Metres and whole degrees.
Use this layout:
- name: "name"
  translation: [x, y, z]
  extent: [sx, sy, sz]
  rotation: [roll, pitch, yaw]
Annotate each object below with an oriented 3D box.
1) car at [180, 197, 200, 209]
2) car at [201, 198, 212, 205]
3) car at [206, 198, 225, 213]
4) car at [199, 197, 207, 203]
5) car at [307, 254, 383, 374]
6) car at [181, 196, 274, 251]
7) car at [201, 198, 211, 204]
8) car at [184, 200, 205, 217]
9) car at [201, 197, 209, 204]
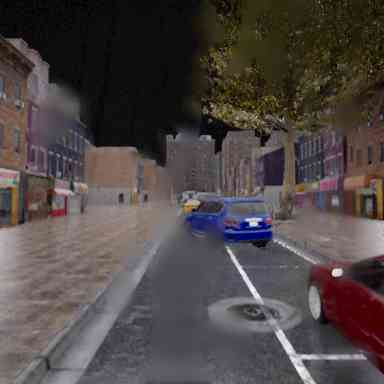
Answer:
- name: "car"
  translation: [-0.401, 1.632, 50.119]
  extent: [2.128, 1.511, 4.902]
  rotation: [0, 1, -10]
- name: "car"
  translation: [2.950, 1.897, 67.672]
  extent: [1.947, 1.339, 4.313]
  rotation: [1, -1, 0]
- name: "car"
  translation: [2.840, 1.586, 40.927]
  extent: [1.967, 1.590, 4.097]
  rotation: [2, 0, 0]
- name: "car"
  translation: [3.042, 2.132, 89.420]
  extent: [1.947, 1.339, 4.313]
  rotation: [1, -1, 0]
- name: "car"
  translation: [3.032, 1.486, 4.145]
  extent: [1.882, 1.535, 5.008]
  rotation: [0, 0, 0]
- name: "car"
  translation: [1.373, 1.257, 14.616]
  extent: [2.150, 2.045, 5.566]
  rotation: [-1, 0, -19]
- name: "car"
  translation: [2.972, 1.949, 73.109]
  extent: [1.947, 1.339, 4.313]
  rotation: [1, -1, 0]
- name: "car"
  translation: [0.234, 1.586, 33.767]
  extent: [1.882, 1.535, 5.008]
  rotation: [0, 0, 0]
- name: "car"
  translation: [2.998, 1.967, 78.715]
  extent: [1.752, 1.417, 4.829]
  rotation: [1, -1, 0]
